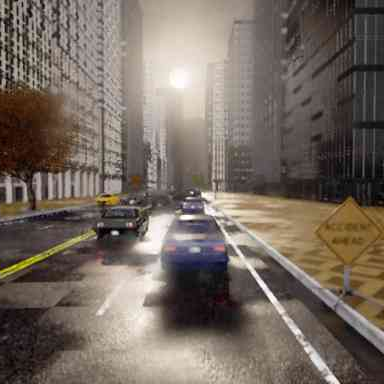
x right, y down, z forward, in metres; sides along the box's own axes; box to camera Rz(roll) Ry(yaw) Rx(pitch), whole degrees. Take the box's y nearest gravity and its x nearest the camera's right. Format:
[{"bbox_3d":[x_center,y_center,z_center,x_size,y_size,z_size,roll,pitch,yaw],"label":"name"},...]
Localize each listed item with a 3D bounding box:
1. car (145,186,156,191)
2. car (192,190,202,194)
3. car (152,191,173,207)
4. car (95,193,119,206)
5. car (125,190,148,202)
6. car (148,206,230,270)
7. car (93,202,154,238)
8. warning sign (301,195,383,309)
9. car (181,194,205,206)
[{"bbox_3d":[-9.806,-0.356,79.121,2.150,2.045,5.566,0,1,0],"label":"car"},{"bbox_3d":[1.087,0.414,72.139,1.837,1.490,4.892,0,1,0],"label":"car"},{"bbox_3d":[-3.177,0.972,35.202,1.837,1.490,4.892,0,1,0],"label":"car"},{"bbox_3d":[-9.872,0.890,38.769,1.882,1.535,5.008,0,1,0],"label":"car"},{"bbox_3d":[-6.622,0.899,39.025,2.128,1.511,4.902,0,1,0],"label":"car"},{"bbox_3d":[0.072,1.388,10.397,2.033,1.411,5.357,0,1,0],"label":"car"},{"bbox_3d":[-3.167,1.358,15.923,1.895,1.301,4.718,0,1,0],"label":"car"},{"bbox_3d":[2.860,1.021,6.117,1.300,1.860,1.060,1,2,0],"label":"warning sign"},{"bbox_3d":[0.068,1.138,26.946,2.033,1.411,5.357,0,1,0],"label":"car"}]
